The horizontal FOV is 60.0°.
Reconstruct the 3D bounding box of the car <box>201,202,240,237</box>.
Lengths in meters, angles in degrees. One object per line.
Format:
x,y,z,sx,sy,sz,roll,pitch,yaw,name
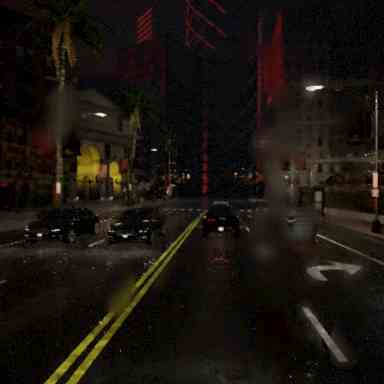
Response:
1.563,1.506,18.153,1.837,1.490,4.892,0,0,5,car

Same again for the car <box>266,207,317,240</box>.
4.992,1.509,17.202,2.128,1.511,4.902,0,0,5,car

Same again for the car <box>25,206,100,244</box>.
-5.883,1.471,15.719,1.837,1.490,4.892,0,0,5,car

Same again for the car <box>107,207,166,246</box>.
-2.398,1.488,15.400,1.837,1.490,4.892,0,0,5,car
